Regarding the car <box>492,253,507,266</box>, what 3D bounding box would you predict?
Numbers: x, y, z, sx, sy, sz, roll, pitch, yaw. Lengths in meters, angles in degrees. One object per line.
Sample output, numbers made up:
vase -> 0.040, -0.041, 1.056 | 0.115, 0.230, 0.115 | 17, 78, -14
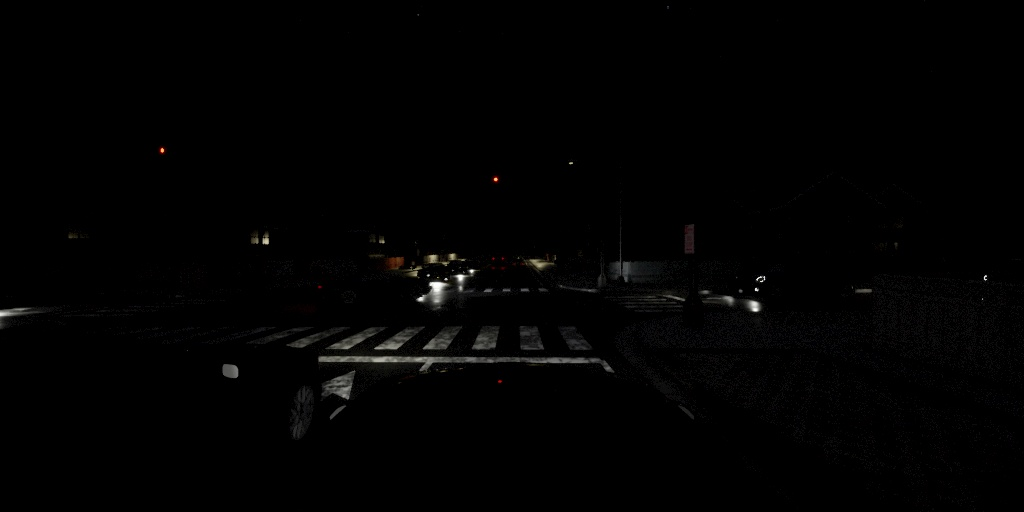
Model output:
car -> -2.165, 0.555, 59.978 | 2.150, 2.045, 5.566 | 0, 1, 1

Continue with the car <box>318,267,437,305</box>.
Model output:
car -> -6.157, 1.389, 16.431 | 4.718, 1.301, 1.895 | -1, 0, -33

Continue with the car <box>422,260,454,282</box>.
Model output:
car -> -6.144, 1.252, 28.471 | 1.994, 1.385, 4.181 | 0, 0, 1

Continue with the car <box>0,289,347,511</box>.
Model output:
car -> -3.153, 1.228, 2.180 | 1.882, 1.535, 5.008 | 0, 0, 1

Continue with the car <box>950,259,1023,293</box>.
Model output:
car -> 22.716, 0.915, 16.446 | 4.553, 1.767, 2.097 | 0, 0, 0

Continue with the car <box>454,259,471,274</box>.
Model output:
car -> -5.975, 1.167, 38.764 | 1.812, 1.442, 4.674 | 0, 0, 1

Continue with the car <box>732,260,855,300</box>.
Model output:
car -> 12.642, 0.995, 16.342 | 4.553, 1.767, 2.097 | 0, 0, -1

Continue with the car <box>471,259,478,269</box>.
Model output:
car -> -5.780, 1.062, 49.407 | 2.033, 1.411, 5.357 | 0, 1, 2
